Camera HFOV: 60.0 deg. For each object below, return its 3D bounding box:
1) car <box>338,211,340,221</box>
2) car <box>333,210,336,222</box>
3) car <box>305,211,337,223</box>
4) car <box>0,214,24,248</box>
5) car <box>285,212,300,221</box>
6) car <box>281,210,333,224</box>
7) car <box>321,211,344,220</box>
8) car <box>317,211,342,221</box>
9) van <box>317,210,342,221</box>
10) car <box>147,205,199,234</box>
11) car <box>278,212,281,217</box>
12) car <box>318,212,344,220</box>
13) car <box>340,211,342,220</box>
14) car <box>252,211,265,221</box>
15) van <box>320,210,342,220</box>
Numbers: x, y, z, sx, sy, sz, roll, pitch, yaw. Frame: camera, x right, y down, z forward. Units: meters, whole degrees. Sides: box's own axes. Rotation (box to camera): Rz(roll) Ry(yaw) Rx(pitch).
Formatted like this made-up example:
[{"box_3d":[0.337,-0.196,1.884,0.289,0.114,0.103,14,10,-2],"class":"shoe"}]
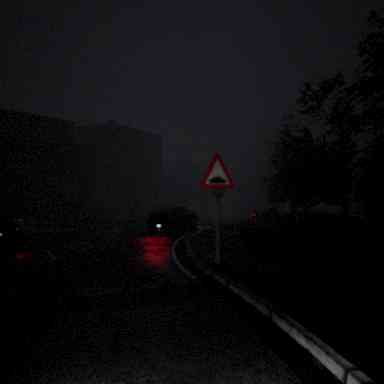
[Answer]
[{"box_3d":[17.922,3.648,47.939,5.366,1.575,1.946,-1,-4,27],"class":"car"},{"box_3d":[14.386,3.099,40.488,5.008,1.535,2.097,-1,-4,27],"class":"car"},{"box_3d":[20.524,3.875,52.787,4.553,1.767,2.185,-1,-4,27],"class":"car"},{"box_3d":[-8.729,1.632,14.418,1.994,1.385,4.181,0,0,-39],"class":"car"},{"box_3d":[18.516,4.465,61.065,1.837,1.490,4.892,-1,-4,27],"class":"car"},{"box_3d":[13.152,2.911,38.032,4.892,1.521,2.231,-1,-4,27],"class":"car"},{"box_3d":[31.677,5.265,74.895,4.553,1.767,2.185,-1,-3,27],"class":"car"},{"box_3d":[27.980,4.846,67.657,4.553,1.767,2.185,-1,-3,27],"class":"car"},{"box_3d":[26.823,4.585,65.021,4.442,1.987,1.878,-1,-3,27],"class":"van"},{"box_3d":[-1.011,1.546,19.544,1.837,1.490,4.892,-1,-2,17],"class":"car"},{"box_3d":[13.839,3.794,51.739,1.882,1.535,5.008,-1,-4,27],"class":"car"},{"box_3d":[29.176,5.112,69.984,4.892,1.521,2.231,-1,-3,27],"class":"car"},{"box_3d":[23.018,4.374,57.683,4.674,1.452,2.002,-1,-4,27],"class":"car"},{"box_3d":[10.932,3.849,53.191,1.837,1.490,4.892,-1,-4,27],"class":"car"},{"box_3d":[30.315,5.030,72.507,4.442,1.987,1.878,-1,-3,27],"class":"van"}]
